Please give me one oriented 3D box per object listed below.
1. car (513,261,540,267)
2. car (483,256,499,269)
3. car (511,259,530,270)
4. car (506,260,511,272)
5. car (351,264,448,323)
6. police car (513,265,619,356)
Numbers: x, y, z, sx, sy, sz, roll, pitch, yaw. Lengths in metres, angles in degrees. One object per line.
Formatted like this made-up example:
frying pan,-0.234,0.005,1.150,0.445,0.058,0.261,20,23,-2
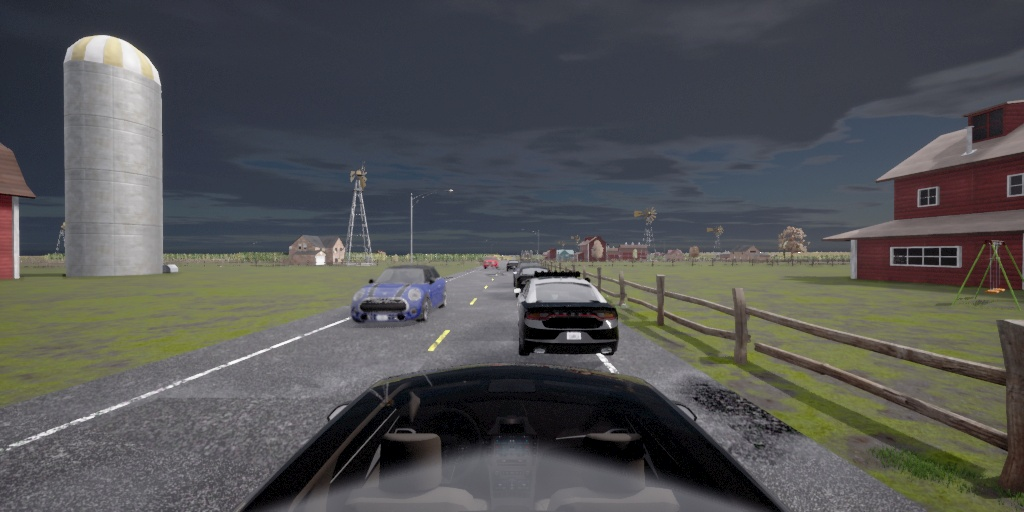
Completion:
car,1.116,1.231,18.662,1.882,1.535,5.008,0,0,0
car,-3.293,1.027,56.538,2.150,2.045,5.566,0,0,0
car,1.137,1.109,24.633,2.097,1.767,4.553,0,0,0
car,0.230,1.267,48.316,1.882,1.535,5.008,0,0,0
car,-3.558,1.102,12.100,2.097,1.767,4.553,0,0,0
police car,1.079,1.175,8.771,1.930,1.638,5.238,0,0,0
